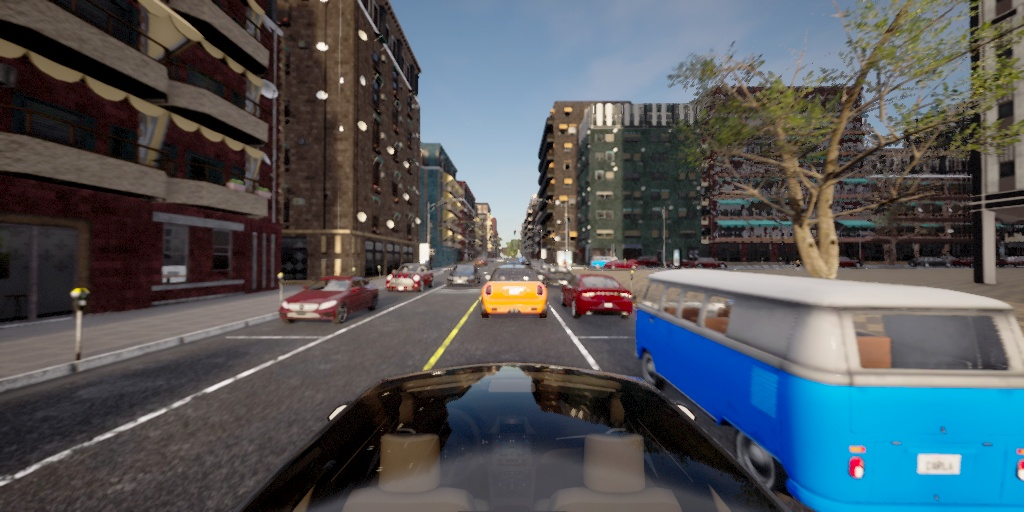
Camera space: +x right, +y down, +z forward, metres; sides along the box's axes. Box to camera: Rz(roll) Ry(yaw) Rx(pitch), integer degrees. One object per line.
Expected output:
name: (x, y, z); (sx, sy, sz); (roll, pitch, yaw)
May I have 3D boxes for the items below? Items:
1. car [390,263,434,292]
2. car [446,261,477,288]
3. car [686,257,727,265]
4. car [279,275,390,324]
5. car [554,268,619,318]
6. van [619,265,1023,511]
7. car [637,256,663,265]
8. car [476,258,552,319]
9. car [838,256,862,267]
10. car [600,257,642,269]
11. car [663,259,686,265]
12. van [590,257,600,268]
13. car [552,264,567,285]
car: (-5.824, 1.162, 20.794); (1.967, 1.591, 4.097); (0, 0, 0)
car: (-3.093, 1.244, 23.703); (1.812, 1.442, 4.674); (0, 0, 0)
car: (24.753, 0.867, 45.154); (4.097, 1.591, 1.967); (0, 0, 0)
car: (-5.771, 1.317, 11.890); (1.802, 1.307, 4.207); (0, 0, 0)
car: (2.773, 1.279, 12.602); (1.888, 1.381, 4.507); (0, 0, 0)
van: (2.718, 1.087, 4.141); (1.690, 1.789, 3.998); (0, 0, 0)
car: (19.285, 0.894, 53.573); (5.009, 1.841, 2.192); (0, 0, 0)
car: (0.077, 1.087, 12.891); (2.097, 1.767, 4.553); (0, 0, 0)
car: (41.334, 0.743, 45.039); (4.097, 1.591, 1.967); (0, 0, 0)
car: (13.698, 1.093, 45.231); (4.207, 1.307, 1.802); (0, 0, 0)
car: (24.813, 1.082, 53.534); (4.507, 1.381, 1.888); (0, 0, 0)
van: (13.758, 0.963, 53.611); (3.998, 1.789, 1.690); (0, 0, 0)
car: (2.816, 1.270, 23.032); (2.007, 1.370, 4.403); (0, 0, 0)
